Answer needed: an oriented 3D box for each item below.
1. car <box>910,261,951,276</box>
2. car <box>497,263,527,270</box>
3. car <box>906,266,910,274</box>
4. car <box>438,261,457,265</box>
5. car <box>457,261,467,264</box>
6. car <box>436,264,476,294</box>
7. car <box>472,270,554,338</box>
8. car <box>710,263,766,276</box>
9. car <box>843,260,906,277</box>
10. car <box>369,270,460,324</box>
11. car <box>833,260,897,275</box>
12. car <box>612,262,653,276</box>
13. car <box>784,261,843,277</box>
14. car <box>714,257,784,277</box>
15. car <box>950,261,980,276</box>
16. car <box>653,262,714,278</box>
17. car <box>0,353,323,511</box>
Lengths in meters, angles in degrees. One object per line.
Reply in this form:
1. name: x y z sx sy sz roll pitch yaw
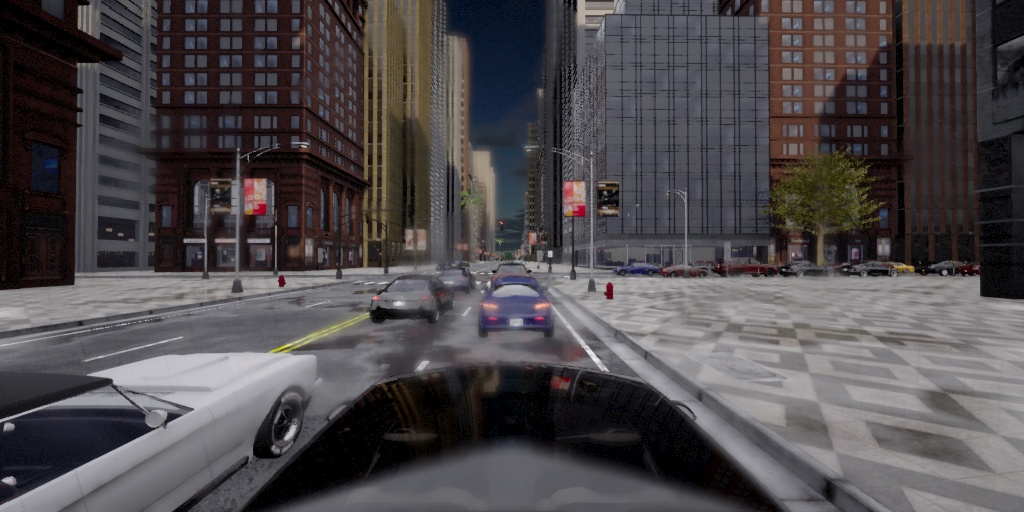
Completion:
1. car: 42.776 1.206 35.222 4.892 1.490 1.837 0 -1 -1
2. car: -0.012 1.135 19.110 2.097 1.767 4.553 0 0 0
3. car: 43.181 1.296 41.129 4.829 1.417 1.751 0 0 -1
4. car: -9.877 1.544 52.852 1.994 1.385 4.181 0 0 0
5. car: -9.861 1.545 63.138 2.128 1.511 4.902 0 0 0
6. car: -3.164 1.353 20.504 1.994 1.385 4.181 0 0 0
7. car: 0.099 1.284 10.124 1.812 1.442 4.674 0 0 0
8. car: 23.895 1.387 38.065 4.718 1.301 1.895 0 -1 -1
9. car: 32.208 1.260 32.425 4.313 1.339 1.948 0 0 -1
10. car: -3.158 1.327 12.116 1.994 1.385 4.181 0 0 0
11. car: 37.608 1.228 38.269 5.008 1.535 1.882 -1 -1 0
12. car: 13.022 1.347 37.897 4.674 1.442 1.812 0 -1 1
13. car: 26.571 1.276 32.333 4.313 1.339 1.948 0 0 -1
14. car: 20.934 1.041 32.242 5.009 1.841 2.192 0 0 -1
15. car: 43.484 1.214 32.608 4.507 1.381 1.888 0 0 -1
16. car: 15.295 1.327 32.150 4.207 1.307 1.802 0 0 -1
17. car: -3.154 1.351 2.081 1.895 1.301 4.718 0 0 0
